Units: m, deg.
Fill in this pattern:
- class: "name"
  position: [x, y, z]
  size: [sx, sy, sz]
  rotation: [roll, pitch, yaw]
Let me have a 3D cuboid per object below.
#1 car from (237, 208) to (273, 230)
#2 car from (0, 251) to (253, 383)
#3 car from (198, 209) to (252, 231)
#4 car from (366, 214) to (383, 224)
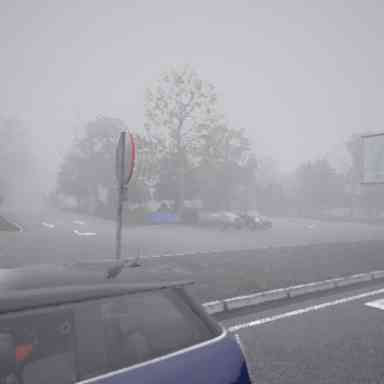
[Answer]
- class: "car"
  position: [4.994, 2.334, 29.596]
  size: [2.185, 1.767, 4.553]
  rotation: [3, -2, -34]
- class: "car"
  position: [-1.701, 1.401, 2.315]
  size: [4.553, 1.767, 2.097]
  rotation: [2, -2, -34]
- class: "car"
  position: [2.410, 2.364, 27.750]
  size: [2.002, 1.452, 4.674]
  rotation: [3, -2, -35]
- class: "car"
  position: [25.115, 3.549, 43.231]
  size: [2.002, 1.452, 4.674]
  rotation: [3, -2, -34]
